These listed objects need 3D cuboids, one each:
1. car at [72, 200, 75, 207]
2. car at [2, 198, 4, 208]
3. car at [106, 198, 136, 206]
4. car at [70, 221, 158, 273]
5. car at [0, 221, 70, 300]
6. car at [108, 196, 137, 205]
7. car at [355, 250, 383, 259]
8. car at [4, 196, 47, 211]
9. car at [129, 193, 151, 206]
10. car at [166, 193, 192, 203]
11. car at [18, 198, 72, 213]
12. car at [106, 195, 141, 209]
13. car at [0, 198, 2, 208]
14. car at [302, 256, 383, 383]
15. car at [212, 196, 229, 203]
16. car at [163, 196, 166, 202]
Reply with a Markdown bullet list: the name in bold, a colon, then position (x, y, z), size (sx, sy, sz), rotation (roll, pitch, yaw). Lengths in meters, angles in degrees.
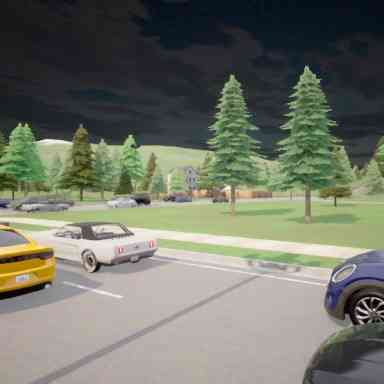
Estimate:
- **car**: position (-19.734, 1.569, 49.911), size (1.994, 1.385, 4.181), rotation (0, 0, 36)
- **car**: position (-20.880, 1.496, 42.406), size (2.128, 1.511, 4.902), rotation (0, 0, 36)
- **car**: position (-11.656, 1.605, 55.036), size (1.895, 1.301, 4.718), rotation (0, 0, 36)
- **car**: position (-3.432, 1.602, 10.727), size (4.718, 1.301, 1.895), rotation (0, 0, 35)
- **car**: position (-5.214, 1.479, 7.698), size (5.008, 1.535, 1.882), rotation (0, 0, 35)
- **car**: position (-12.413, 1.495, 59.915), size (2.128, 1.511, 4.902), rotation (0, 0, 36)
- **car**: position (4.500, 1.352, 5.066), size (4.553, 1.767, 2.097), rotation (0, 0, 36)
- **car**: position (-18.941, 1.357, 39.124), size (2.097, 1.767, 4.553), rotation (0, 0, 36)
- **car**: position (-8.949, 1.225, 52.811), size (2.150, 2.045, 5.566), rotation (0, 0, 36)
- **car**: position (-2.244, 1.546, 67.778), size (2.033, 1.411, 5.357), rotation (0, 0, 36)
- **car**: position (-16.207, 1.604, 36.930), size (1.895, 1.301, 4.718), rotation (0, 0, 36)
- **car**: position (-9.700, 1.529, 45.842), size (1.812, 1.442, 4.674), rotation (0, 0, 36)
- **car**: position (-24.890, 1.530, 42.848), size (1.812, 1.442, 4.674), rotation (0, 0, 36)
- **car**: position (3.104, 1.505, 1.761), size (4.892, 1.490, 1.837), rotation (0, 0, 35)
- **car**: position (5.729, 1.571, 66.820), size (1.994, 1.385, 4.181), rotation (0, 0, 36)
- **car**: position (-3.843, 1.183, 71.512), size (2.150, 2.045, 5.566), rotation (0, 0, 36)
